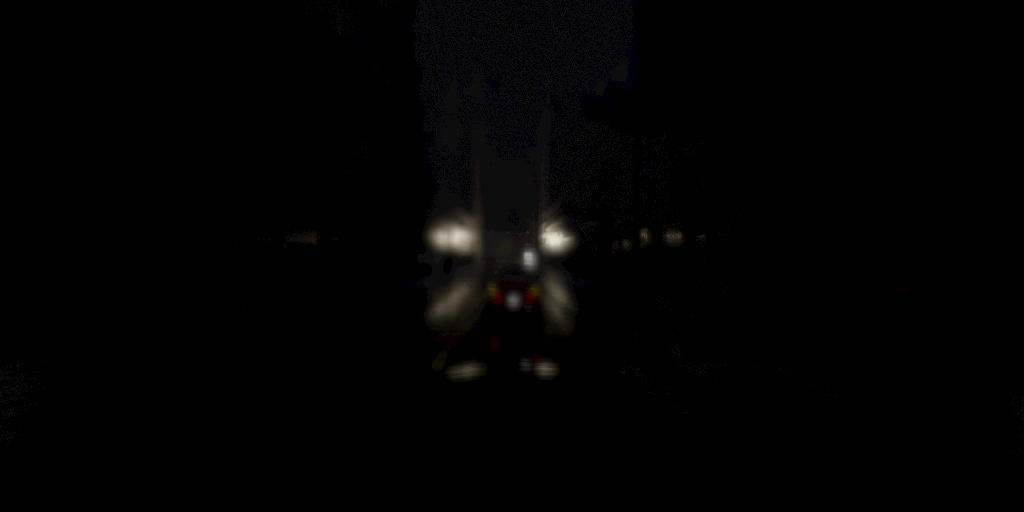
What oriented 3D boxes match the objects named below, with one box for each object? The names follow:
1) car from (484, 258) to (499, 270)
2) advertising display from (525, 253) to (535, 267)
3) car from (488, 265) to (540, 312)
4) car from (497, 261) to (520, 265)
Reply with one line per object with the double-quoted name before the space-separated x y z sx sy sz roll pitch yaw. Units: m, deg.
"car" -2.831 1.029 51.076 2.097 1.767 4.553 0 0 0
"advertising display" 3.006 0.687 59.320 1.540 2.440 0.280 0 0 0
"car" 0.070 1.262 13.993 1.812 1.442 4.674 0 0 0
"car" 0.072 1.279 29.191 1.994 1.385 4.181 0 0 0
